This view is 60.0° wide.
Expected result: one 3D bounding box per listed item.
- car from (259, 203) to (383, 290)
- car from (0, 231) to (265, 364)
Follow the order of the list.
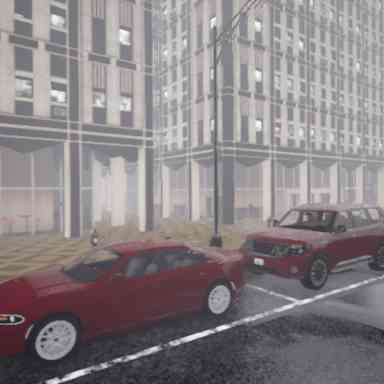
[{"bbox_3d":[3.590,1.269,9.120,5.009,1.841,2.192,0,0,-35],"label":"car"},{"bbox_3d":[-1.050,1.531,5.813,4.507,1.381,1.887,0,0,-35],"label":"car"}]
